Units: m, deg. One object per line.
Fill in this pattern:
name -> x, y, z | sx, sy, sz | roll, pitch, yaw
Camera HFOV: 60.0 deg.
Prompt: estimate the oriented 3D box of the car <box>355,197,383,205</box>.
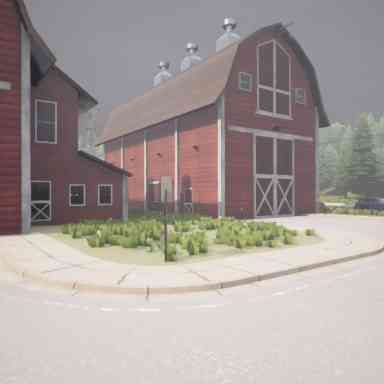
car -> 20.146, 1.392, 36.099 | 2.097, 1.767, 4.553 | 0, 0, -34
